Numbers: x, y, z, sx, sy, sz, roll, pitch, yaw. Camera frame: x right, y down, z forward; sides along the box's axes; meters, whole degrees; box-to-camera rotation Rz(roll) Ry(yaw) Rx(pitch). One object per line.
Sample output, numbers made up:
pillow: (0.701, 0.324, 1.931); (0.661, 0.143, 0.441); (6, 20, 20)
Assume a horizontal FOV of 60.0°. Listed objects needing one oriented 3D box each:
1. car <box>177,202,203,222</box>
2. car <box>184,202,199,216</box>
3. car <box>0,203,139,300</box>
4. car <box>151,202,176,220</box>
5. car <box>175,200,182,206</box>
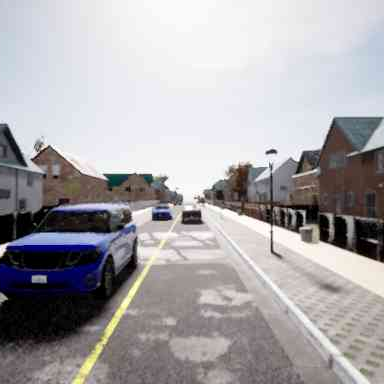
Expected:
car: (-0.020, 1.972, 31.339); (2.128, 1.511, 4.902); (0, -1, 0)
car: (-0.065, 2.156, 42.904); (1.882, 1.535, 5.008); (0, -1, 0)
car: (-2.870, 1.356, 9.095); (2.150, 2.045, 5.566); (0, -1, 1)
car: (-2.978, 2.000, 33.651); (1.882, 1.535, 5.008); (0, -1, 0)
car: (-3.039, 2.527, 74.296); (1.837, 1.490, 4.892); (0, -1, 0)
